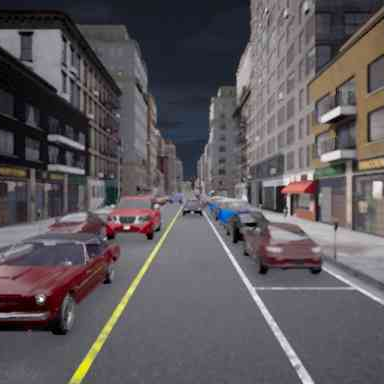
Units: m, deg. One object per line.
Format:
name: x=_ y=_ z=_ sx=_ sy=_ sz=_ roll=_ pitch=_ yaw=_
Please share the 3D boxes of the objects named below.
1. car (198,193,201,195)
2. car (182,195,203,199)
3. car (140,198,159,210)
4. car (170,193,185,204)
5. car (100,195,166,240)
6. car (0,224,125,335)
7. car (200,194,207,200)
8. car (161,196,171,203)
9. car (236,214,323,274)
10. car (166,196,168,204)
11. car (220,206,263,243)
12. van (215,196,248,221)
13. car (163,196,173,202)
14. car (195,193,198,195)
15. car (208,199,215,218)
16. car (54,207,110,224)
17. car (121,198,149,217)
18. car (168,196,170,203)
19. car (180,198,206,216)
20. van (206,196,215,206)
car: x=2.534 y=1.441 z=59.858 sx=1.967 sy=1.590 sz=4.097 roll=0 pitch=0 yaw=0
car: x=0.022 y=1.487 z=45.985 sx=2.128 sy=1.511 sz=4.902 roll=0 pitch=0 yaw=0
car: x=-5.462 y=1.548 z=43.310 sx=2.008 sy=1.369 sz=4.403 roll=0 pitch=0 yaw=0
car: x=-2.858 y=1.217 z=62.169 sx=2.150 sy=2.045 sz=5.566 roll=0 pitch=0 yaw=0
car: x=-2.853 y=1.212 z=17.433 sx=2.150 sy=2.045 sz=5.566 roll=0 pitch=0 yaw=0
car: x=-2.861 y=1.597 z=6.831 sx=1.895 sy=1.301 sz=4.718 roll=0 pitch=0 yaw=0
car: x=2.553 y=1.436 z=48.835 sx=1.967 sy=1.590 sz=4.097 roll=0 pitch=0 yaw=0
car: x=-5.510 y=1.552 z=70.866 sx=1.887 sy=1.381 sz=4.507 roll=0 pitch=0 yaw=0
car: x=2.622 y=1.573 z=10.261 sx=1.802 sy=1.307 sz=4.206 roll=0 pitch=0 yaw=0
car: x=-5.481 y=1.547 z=54.332 sx=1.887 sy=1.381 sz=4.507 roll=0 pitch=0 yaw=0
car: x=2.612 y=1.555 z=15.771 sx=1.947 sy=1.339 sz=4.313 roll=0 pitch=0 yaw=0
van: x=2.602 y=1.329 z=21.281 sx=1.690 sy=1.788 sz=3.998 roll=0 pitch=0 yaw=0
car: x=-5.520 y=1.575 z=76.376 sx=1.947 sy=1.339 sz=4.313 roll=0 pitch=0 yaw=0
car: x=2.505 y=1.321 z=76.391 sx=2.192 sy=1.841 sz=5.009 roll=0 pitch=0 yaw=0
car: x=2.592 y=1.538 z=26.792 sx=2.008 sy=1.369 sz=4.403 roll=0 pitch=0 yaw=0
car: x=-5.413 y=1.575 z=15.756 sx=1.802 sy=1.307 sz=4.206 roll=0 pitch=0 yaw=0
car: x=-5.443 y=1.433 z=32.289 sx=1.967 sy=1.590 sz=4.097 roll=0 pitch=0 yaw=0
car: x=-5.491 y=1.586 z=59.843 sx=1.802 sy=1.307 sz=4.206 roll=0 pitch=0 yaw=0
car: x=0.050 y=1.591 z=32.420 sx=1.895 sy=1.301 sz=4.718 roll=0 pitch=0 yaw=0
van: x=2.582 y=1.330 z=32.303 sx=1.690 sy=1.788 sz=3.998 roll=0 pitch=0 yaw=0
